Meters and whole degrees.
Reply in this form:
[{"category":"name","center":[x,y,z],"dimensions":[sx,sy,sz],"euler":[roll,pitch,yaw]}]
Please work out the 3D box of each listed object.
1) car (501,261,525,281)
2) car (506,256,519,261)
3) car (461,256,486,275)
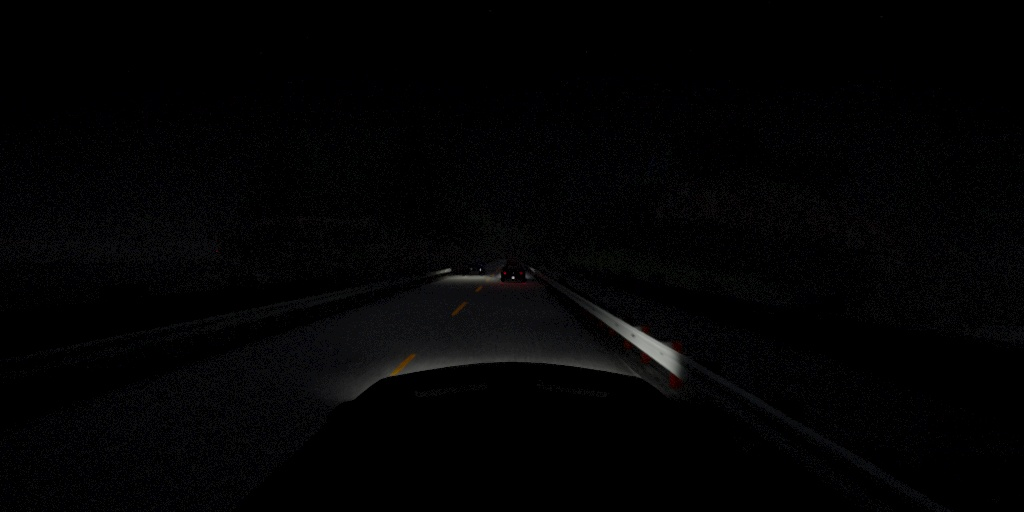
[{"category":"car","center":[0.089,1.354,29.690],"dimensions":[1.895,1.301,4.718],"euler":[0,0,0]},{"category":"car","center":[0.071,0.976,65.255],"dimensions":[2.150,2.045,5.566],"euler":[0,0,0]},{"category":"car","center":[-4.083,0.978,38.905],"dimensions":[2.150,2.045,5.566],"euler":[0,0,0]}]
